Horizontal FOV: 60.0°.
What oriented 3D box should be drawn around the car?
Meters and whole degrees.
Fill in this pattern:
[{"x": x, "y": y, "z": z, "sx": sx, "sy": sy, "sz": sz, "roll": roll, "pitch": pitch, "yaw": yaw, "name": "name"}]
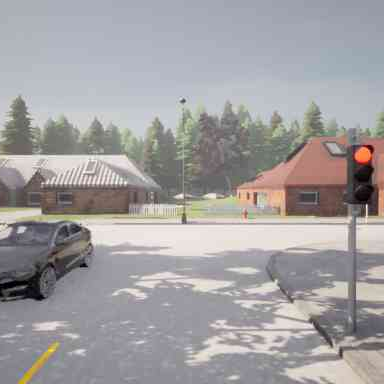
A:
[{"x": -3.923, "y": 1.491, "z": 8.435, "sx": 2.128, "sy": 1.511, "sz": 4.902, "roll": 0, "pitch": 0, "yaw": -1, "name": "car"}]
